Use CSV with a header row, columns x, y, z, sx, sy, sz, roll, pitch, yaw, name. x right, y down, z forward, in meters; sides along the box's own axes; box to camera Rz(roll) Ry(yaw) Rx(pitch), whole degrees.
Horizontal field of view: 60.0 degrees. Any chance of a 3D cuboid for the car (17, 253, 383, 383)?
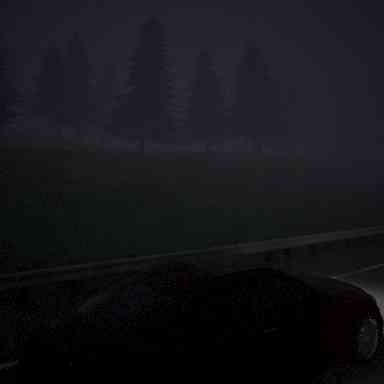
x,y,z,sx,sy,sz,roll,pitch,yaw,name
0.486,1.522,4.104,4.674,1.442,1.812,0,0,-35,car
